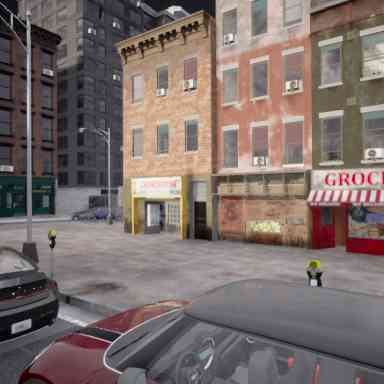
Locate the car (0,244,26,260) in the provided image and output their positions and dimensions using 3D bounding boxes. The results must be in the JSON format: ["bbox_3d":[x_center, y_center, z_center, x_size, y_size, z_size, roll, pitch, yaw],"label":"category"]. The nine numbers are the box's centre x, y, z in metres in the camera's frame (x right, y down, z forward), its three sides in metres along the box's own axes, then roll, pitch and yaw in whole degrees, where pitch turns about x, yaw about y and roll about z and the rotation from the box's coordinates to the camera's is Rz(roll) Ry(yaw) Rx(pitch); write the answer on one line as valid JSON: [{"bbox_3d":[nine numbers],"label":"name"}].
[{"bbox_3d":[-4.044,1.552,5.695,4.403,1.369,2.008,0,0,35],"label":"car"}]

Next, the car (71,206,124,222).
[{"bbox_3d":[-8.792,2.086,31.843,2.033,1.411,5.357,-1,-2,36],"label":"car"}]

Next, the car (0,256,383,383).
[{"bbox_3d":[0.440,1.440,2.504,4.097,1.590,1.967,0,0,35],"label":"car"}]
